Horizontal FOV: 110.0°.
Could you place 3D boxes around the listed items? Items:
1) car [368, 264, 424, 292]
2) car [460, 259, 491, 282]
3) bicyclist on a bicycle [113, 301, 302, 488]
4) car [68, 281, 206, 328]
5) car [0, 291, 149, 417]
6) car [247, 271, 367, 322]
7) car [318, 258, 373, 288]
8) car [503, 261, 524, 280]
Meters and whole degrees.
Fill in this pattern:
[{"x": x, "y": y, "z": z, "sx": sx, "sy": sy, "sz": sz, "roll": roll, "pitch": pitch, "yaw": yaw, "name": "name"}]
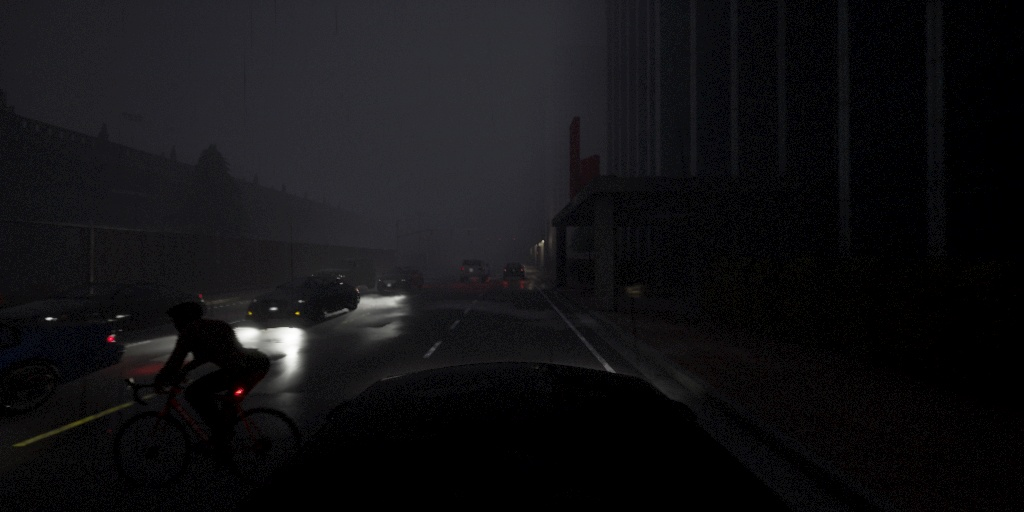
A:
[{"x": -7.038, "y": 1.435, "z": 23.038, "sx": 2.128, "sy": 1.511, "sz": 4.902, "roll": 0, "pitch": -1, "yaw": 0, "name": "car"}, {"x": -3.371, "y": 1.252, "z": 32.441, "sx": 2.150, "sy": 2.045, "sz": 5.566, "roll": 0, "pitch": -1, "yaw": 0, "name": "car"}, {"x": -2.666, "y": 1.217, "z": 3.125, "sx": 1.656, "sy": 1.620, "sz": 0.582, "roll": -2, "pitch": -1, "yaw": 0, "name": "bicyclist on a bicycle"}, {"x": -10.581, "y": 1.383, "z": 9.484, "sx": 1.994, "sy": 1.385, "sz": 4.181, "roll": 0, "pitch": 0, "yaw": 0, "name": "car"}, {"x": -7.101, "y": 1.311, "z": 3.275, "sx": 2.033, "sy": 1.411, "sz": 5.357, "roll": 0, "pitch": -1, "yaw": 0, "name": "car"}, {"x": -7.076, "y": 1.413, "z": 12.658, "sx": 1.994, "sy": 1.385, "sz": 4.181, "roll": 0, "pitch": -1, "yaw": 1, "name": "car"}, {"x": -10.539, "y": 1.163, "z": 22.883, "sx": 2.150, "sy": 2.045, "sz": 5.566, "roll": 0, "pitch": 0, "yaw": 1, "name": "car"}, {"x": 0.155, "y": 1.416, "z": 36.079, "sx": 2.097, "sy": 1.767, "sz": 4.553, "roll": 0, "pitch": 0, "yaw": 0, "name": "car"}]
